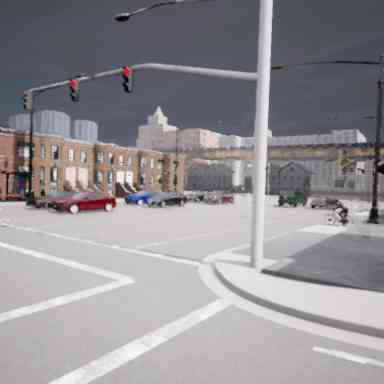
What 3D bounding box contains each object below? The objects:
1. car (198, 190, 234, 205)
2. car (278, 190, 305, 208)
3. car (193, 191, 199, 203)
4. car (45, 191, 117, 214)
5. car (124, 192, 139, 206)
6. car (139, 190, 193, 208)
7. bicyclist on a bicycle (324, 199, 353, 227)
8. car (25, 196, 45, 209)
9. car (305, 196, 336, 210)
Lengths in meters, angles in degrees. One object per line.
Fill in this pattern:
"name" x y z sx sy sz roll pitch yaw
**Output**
"car" 3.275 0.602 40.449 2.097 1.767 4.553 3 2 36
"car" 12.426 0.781 40.877 2.150 2.045 5.566 3 2 36
"car" 0.931 0.590 43.186 2.128 1.511 4.902 3 2 36
"car" -7.947 0.723 24.879 1.882 1.535 5.008 3 2 36
"car" -4.933 0.574 35.064 1.882 1.535 5.008 3 2 36
"car" -2.442 0.739 32.537 2.128 1.511 4.902 3 2 36
"bicyclist on a bicycle" 8.834 1.258 20.002 1.656 1.620 0.582 3 2 36
"car" -10.603 0.642 27.192 2.033 1.411 5.357 3 2 36
"car" 15.544 1.259 39.231 2.033 1.411 5.357 3 2 36
